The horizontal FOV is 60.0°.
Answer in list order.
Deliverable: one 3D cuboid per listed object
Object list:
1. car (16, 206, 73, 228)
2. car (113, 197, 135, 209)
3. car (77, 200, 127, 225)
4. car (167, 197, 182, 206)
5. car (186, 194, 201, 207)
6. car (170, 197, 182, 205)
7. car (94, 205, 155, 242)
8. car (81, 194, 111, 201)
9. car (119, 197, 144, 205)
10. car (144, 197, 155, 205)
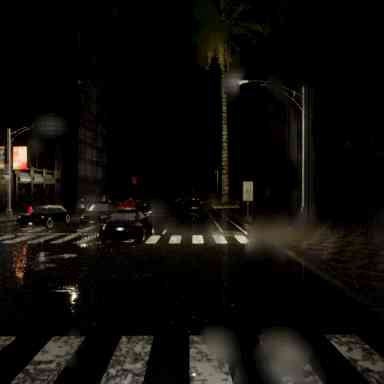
[{"bbox_3d":[-9.766,1.605,22.386,1.895,1.301,4.718,0,0,1],"label":"car"},{"bbox_3d":[-9.626,1.519,47.628,2.128,1.511,4.902,0,0,1],"label":"car"},{"bbox_3d":[-6.495,1.553,24.189,2.033,1.411,5.357,0,0,0],"label":"car"},{"bbox_3d":[-3.020,1.602,53.839,1.994,1.385,4.181,0,0,0],"label":"car"},{"bbox_3d":[0.229,1.258,53.439,2.150,2.045,5.566,0,0,0],"label":"car"},{"bbox_3d":[-2.977,1.607,63.844,2.033,1.411,5.357,0,0,0],"label":"car"},{"bbox_3d":[-3.078,1.566,16.274,1.994,1.385,4.181,0,0,0],"label":"car"},{"bbox_3d":[-9.700,1.224,33.545,2.150,2.045,5.566,0,1,0],"label":"car"},{"bbox_3d":[-6.446,1.537,34.144,1.812,1.442,4.674,0,0,0],"label":"car"},{"bbox_3d":[-6.375,1.532,47.475,1.837,1.490,4.892,0,0,0],"label":"car"}]
